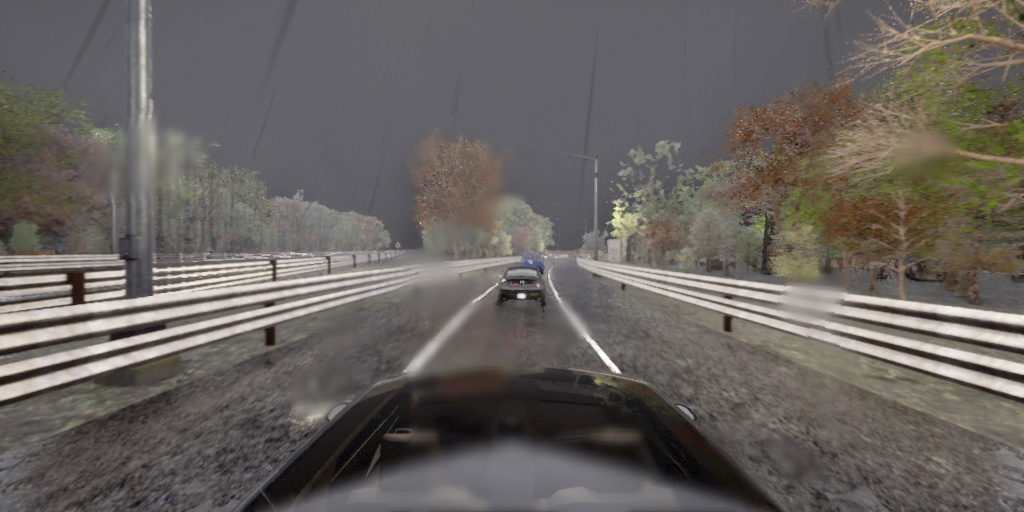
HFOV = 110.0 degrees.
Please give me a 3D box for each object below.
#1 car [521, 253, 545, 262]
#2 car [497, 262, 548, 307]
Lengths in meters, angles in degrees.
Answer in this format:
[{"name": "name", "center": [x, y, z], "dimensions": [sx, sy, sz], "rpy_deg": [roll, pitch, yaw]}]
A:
[{"name": "car", "center": [2.042, 0.691, 35.702], "dimensions": [2.150, 2.045, 5.566], "rpy_deg": [0, 1, 6]}, {"name": "car", "center": [0.441, 1.149, 15.002], "dimensions": [1.837, 1.490, 4.892], "rpy_deg": [0, 0, 2]}]
